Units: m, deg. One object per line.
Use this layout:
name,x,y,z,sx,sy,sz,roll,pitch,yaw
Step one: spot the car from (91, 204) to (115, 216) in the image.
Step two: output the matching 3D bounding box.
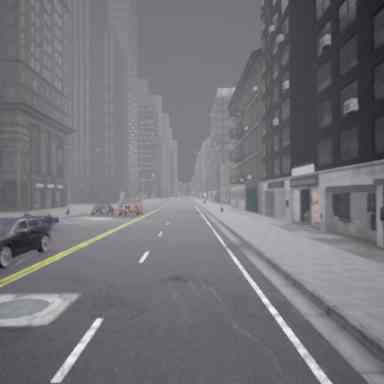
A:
car,-10.196,2.037,38.332,1.994,1.385,4.181,0,-1,-1

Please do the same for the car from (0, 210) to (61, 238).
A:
car,-10.040,1.890,20.744,1.895,1.301,4.718,0,-1,-1

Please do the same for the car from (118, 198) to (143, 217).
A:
car,-6.949,1.665,38.345,2.150,2.045,5.566,0,-1,-1

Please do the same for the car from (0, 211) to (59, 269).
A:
car,-6.715,1.665,11.890,2.128,1.511,4.902,0,-1,-1
